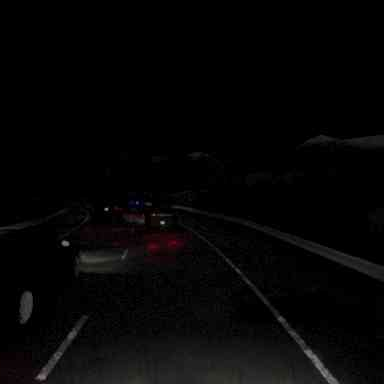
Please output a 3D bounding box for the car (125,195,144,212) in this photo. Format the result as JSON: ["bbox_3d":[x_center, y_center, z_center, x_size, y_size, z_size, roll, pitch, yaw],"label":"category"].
[{"bbox_3d":[-7.003,1.315,39.858,2.150,2.045,5.566,0,0,-19],"label":"car"}]

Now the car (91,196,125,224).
[{"bbox_3d":[-6.447,1.285,25.405,2.150,2.045,5.566,0,0,-13],"label":"car"}]

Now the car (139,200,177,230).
[{"bbox_3d":[-2.100,1.539,21.341,2.128,1.511,4.902,0,0,-10],"label":"car"}]

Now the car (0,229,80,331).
[{"bbox_3d":[-3.785,1.500,6.882,1.882,1.535,5.008,0,0,-4],"label":"car"}]
